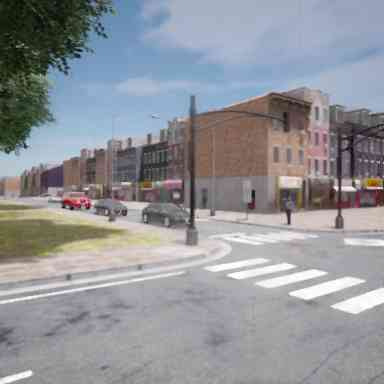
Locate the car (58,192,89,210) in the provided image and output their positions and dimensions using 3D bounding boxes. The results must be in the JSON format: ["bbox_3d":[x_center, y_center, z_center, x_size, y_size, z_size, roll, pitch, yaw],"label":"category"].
[{"bbox_3d":[-13.704,1.027,39.289,2.150,2.045,5.566,0,0,-35],"label":"car"}]

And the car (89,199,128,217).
[{"bbox_3d":[-7.499,1.387,30.559,1.837,1.490,4.892,0,0,-35],"label":"car"}]

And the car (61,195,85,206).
[{"bbox_3d":[-18.169,1.253,50.616,2.128,1.511,4.902,0,0,-35],"label":"car"}]

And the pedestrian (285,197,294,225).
[{"bbox_3d":[6.233,1.201,21.380,0.375,1.860,0.375,1,-1,-35],"label":"pedestrian"}]

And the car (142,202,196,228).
[{"bbox_3d":[-1.670,1.480,22.369,1.837,1.490,4.892,0,0,-35],"label":"car"}]

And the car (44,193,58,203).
[{"bbox_3d":[-24.252,1.333,59.144,1.895,1.301,4.718,0,0,-35],"label":"car"}]
